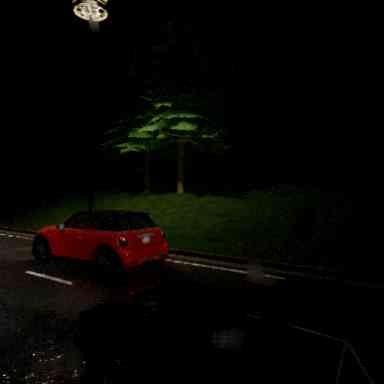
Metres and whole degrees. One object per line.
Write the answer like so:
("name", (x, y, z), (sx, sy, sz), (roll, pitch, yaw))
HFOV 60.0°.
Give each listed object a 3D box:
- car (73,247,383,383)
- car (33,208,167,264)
("car", (0.928, 1.600, 3.332), (4.718, 1.301, 1.895), (0, 0, 35))
("car", (-2.995, 1.337, 10.433), (4.553, 1.767, 2.097), (0, 0, 36))
